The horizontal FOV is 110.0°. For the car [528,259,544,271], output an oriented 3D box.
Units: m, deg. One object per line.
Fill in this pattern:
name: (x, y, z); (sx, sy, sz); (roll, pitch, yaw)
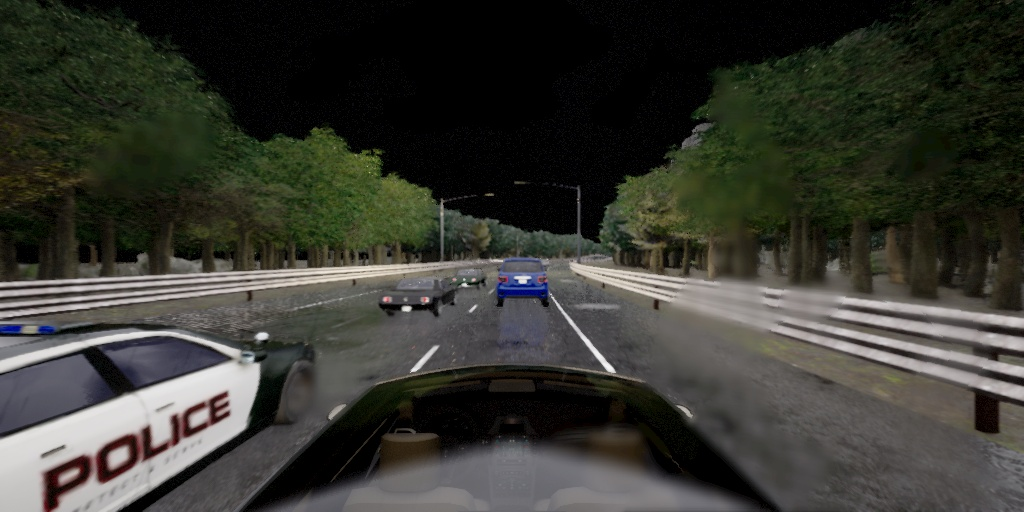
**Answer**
car: (3.772, 1.319, 55.493); (2.097, 1.767, 4.553); (0, 0, 8)

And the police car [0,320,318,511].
police car: (-3.511, 1.257, 2.878); (2.038, 1.542, 4.974); (0, -1, 0)

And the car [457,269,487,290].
car: (-2.848, 1.538, 24.612); (1.895, 1.301, 4.718); (0, 0, 3)

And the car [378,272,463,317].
car: (-3.325, 1.445, 13.764); (1.895, 1.301, 4.718); (0, 0, 2)

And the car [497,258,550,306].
car: (0.484, 1.101, 16.704); (2.150, 2.045, 5.566); (0, 0, 1)
